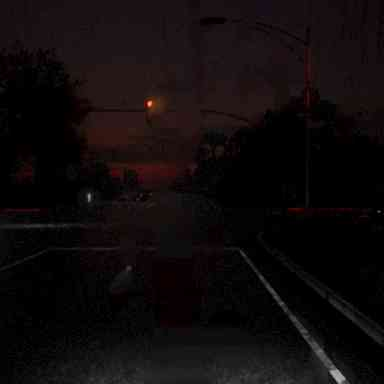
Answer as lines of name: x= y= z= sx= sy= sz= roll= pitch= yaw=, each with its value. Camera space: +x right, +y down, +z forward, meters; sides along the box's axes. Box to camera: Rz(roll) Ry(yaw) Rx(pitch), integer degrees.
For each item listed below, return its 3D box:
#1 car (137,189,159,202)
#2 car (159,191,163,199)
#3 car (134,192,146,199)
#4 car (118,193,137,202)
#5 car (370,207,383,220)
car: x=-7.114 y=0.594 z=54.356 sx=2.150 sy=2.045 sz=5.566 roll=0 pitch=0 yaw=0
car: x=-7.314 y=0.488 z=69.787 sx=2.097 sy=1.767 sz=4.553 roll=0 pitch=1 yaw=-2
car: x=-10.793 y=0.696 z=69.197 sx=1.994 sy=1.385 sz=4.181 roll=0 pitch=1 yaw=-2
car: x=-10.622 y=0.902 z=53.844 sx=1.812 sy=1.442 sz=4.674 roll=0 pitch=1 yaw=0
car: x=14.363 y=1.303 z=21.254 sx=5.357 sy=1.411 sz=2.033 roll=0 pitch=1 yaw=-3
